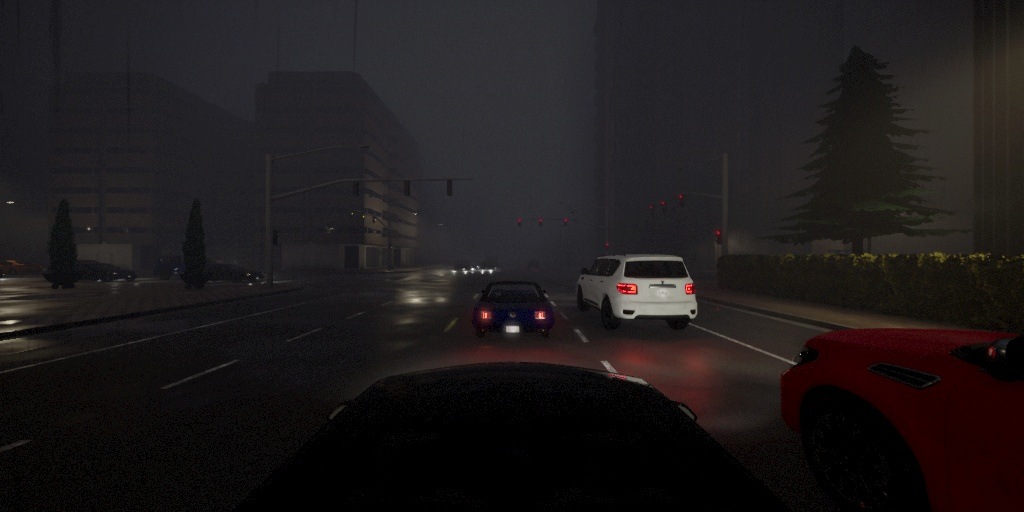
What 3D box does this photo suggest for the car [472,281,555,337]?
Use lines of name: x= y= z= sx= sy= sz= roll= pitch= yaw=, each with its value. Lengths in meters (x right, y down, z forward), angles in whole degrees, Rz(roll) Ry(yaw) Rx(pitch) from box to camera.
car: x=0.043 y=1.351 z=10.233 sx=1.895 sy=1.301 sz=4.718 roll=0 pitch=0 yaw=0

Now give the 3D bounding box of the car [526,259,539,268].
car: x=3.486 y=1.254 z=59.483 sx=1.837 sy=1.490 sz=4.892 roll=0 pitch=0 yaw=0

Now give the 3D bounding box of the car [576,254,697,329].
car: x=3.573 y=0.971 z=11.362 sx=2.150 sy=2.045 sz=5.566 roll=0 pitch=0 yaw=-2

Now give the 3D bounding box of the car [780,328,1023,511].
car: x=3.601 y=0.971 z=0.984 sx=2.150 sy=2.045 sz=5.566 roll=0 pitch=0 yaw=0

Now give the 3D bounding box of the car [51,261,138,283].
car: x=-31.592 y=1.276 z=27.438 sx=4.674 sy=1.442 sz=1.812 roll=0 pitch=0 yaw=1

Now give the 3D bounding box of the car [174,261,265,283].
car: x=-22.008 y=1.297 z=27.331 sx=5.357 sy=1.411 sz=2.033 roll=0 pitch=0 yaw=1

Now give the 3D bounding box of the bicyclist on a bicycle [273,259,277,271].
bicyclist on a bicycle: x=-28.701 y=1.051 z=42.895 sx=0.582 sy=1.620 sz=1.656 roll=0 pitch=0 yaw=0

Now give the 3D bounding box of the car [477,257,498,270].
car: x=-3.659 y=1.314 z=53.982 sx=1.994 sy=1.385 sz=4.181 roll=0 pitch=0 yaw=0

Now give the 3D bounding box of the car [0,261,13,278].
car: x=-46.943 y=1.314 z=31.083 sx=4.181 sy=1.385 sz=1.994 roll=0 pitch=0 yaw=0

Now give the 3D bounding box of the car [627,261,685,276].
car: x=15.144 y=1.297 z=37.922 sx=5.357 sy=1.411 sz=2.033 roll=0 pitch=0 yaw=4

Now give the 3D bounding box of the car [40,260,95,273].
car: x=-36.974 y=1.102 z=30.985 sx=4.553 sy=1.767 sz=2.097 roll=0 pitch=0 yaw=1

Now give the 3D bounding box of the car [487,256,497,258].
car: x=-3.655 y=0.971 z=64.703 sx=2.150 sy=2.045 sz=5.566 roll=0 pitch=0 yaw=0

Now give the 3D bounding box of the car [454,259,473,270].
car: x=-7.163 y=1.228 z=51.739 sx=1.882 sy=1.535 sz=5.008 roll=0 pitch=0 yaw=0

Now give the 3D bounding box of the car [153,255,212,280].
car: x=-27.505 y=0.972 z=30.902 sx=5.566 sy=2.045 sz=2.150 roll=0 pitch=0 yaw=0

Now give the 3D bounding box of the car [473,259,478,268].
car: x=-7.170 y=1.351 z=61.070 sx=1.895 sy=1.301 sz=4.718 roll=0 pitch=0 yaw=0
